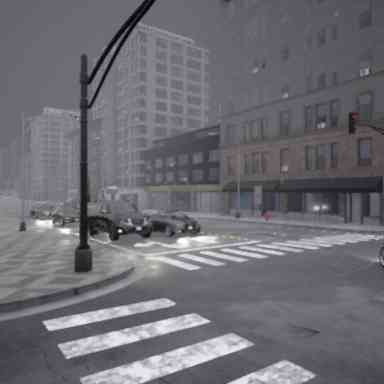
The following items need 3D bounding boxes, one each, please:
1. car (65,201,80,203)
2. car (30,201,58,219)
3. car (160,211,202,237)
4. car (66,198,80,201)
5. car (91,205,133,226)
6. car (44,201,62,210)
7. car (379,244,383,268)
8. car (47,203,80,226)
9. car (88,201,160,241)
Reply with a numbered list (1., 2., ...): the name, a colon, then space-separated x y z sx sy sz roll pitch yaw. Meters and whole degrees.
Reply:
1. car: -12.682 2.046 36.609 2.128 1.511 4.902 0 -1 -35
2. car: -16.180 2.057 35.926 2.128 1.511 4.902 0 -1 -35
3. car: -1.232 1.872 20.423 1.994 1.385 4.181 0 -1 -36
4. car: -21.688 2.060 60.896 2.150 2.045 5.566 0 -1 -35
5. car: -6.954 1.939 28.504 1.837 1.490 4.892 0 -1 -36
6. car: -25.227 2.391 60.272 2.033 1.411 5.357 0 -1 -35
7. car: 6.518 1.670 8.779 1.994 1.385 4.181 0 0 16
8. car: -10.237 1.946 27.524 1.837 1.490 4.892 0 -1 -35
9. car: -4.283 1.532 19.111 2.150 2.045 5.566 0 -1 -35
